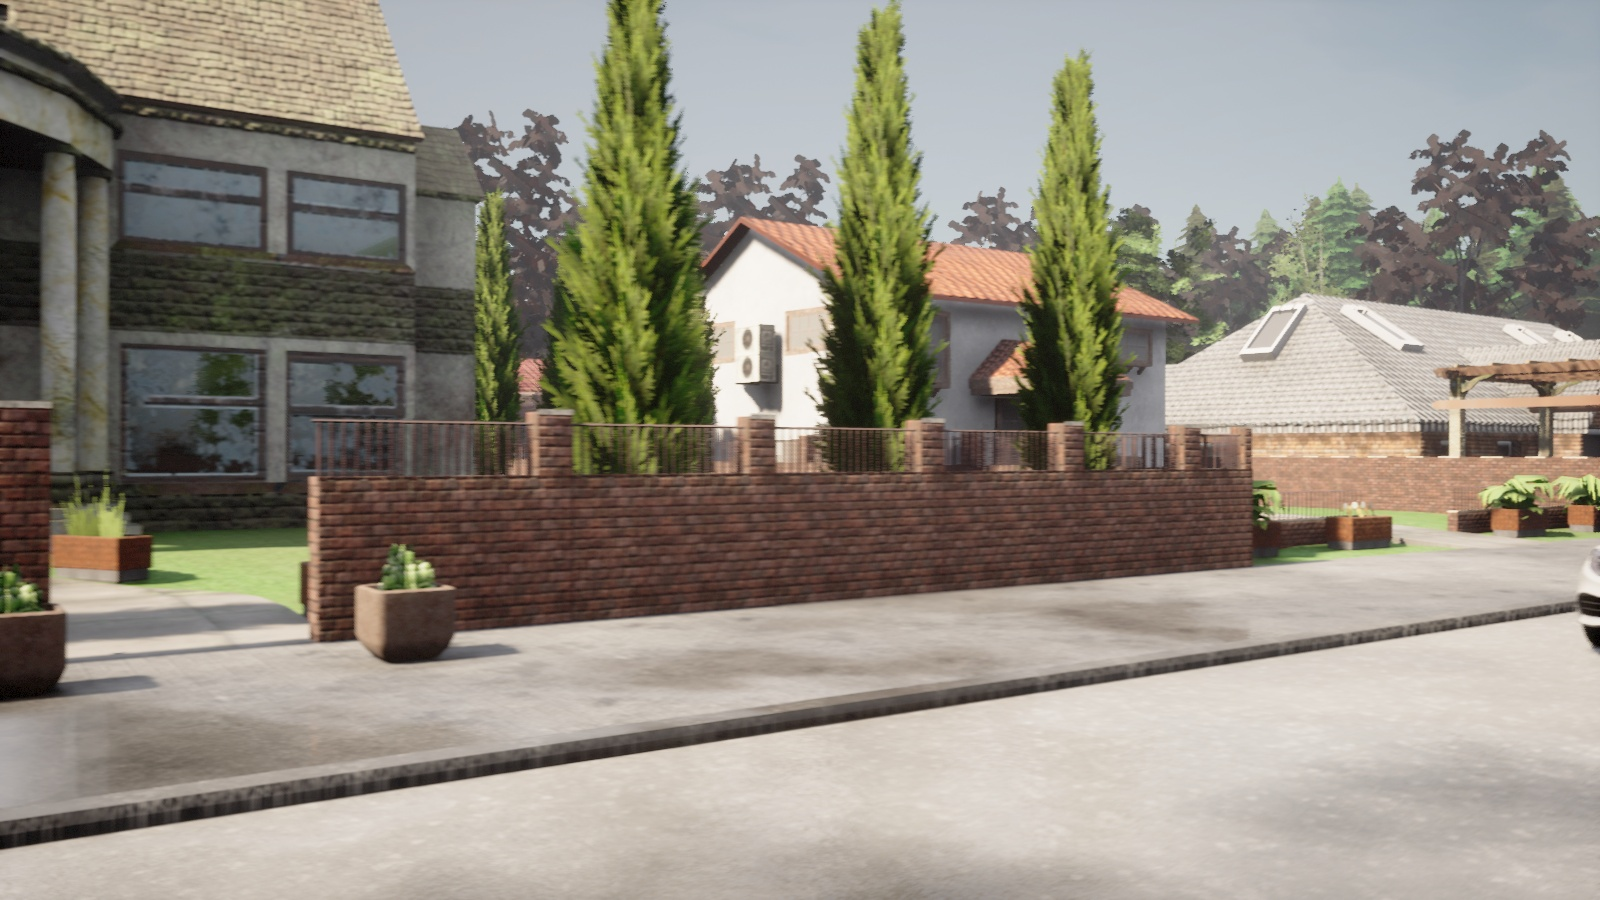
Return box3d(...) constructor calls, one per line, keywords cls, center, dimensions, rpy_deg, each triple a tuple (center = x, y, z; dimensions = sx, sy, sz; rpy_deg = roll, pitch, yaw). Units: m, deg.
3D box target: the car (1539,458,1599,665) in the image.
box3d(cls="car", center=(7.791, 0.778, 9.690), dimensions=(4.674, 1.442, 1.812), rpy_deg=(0, 0, -35))
